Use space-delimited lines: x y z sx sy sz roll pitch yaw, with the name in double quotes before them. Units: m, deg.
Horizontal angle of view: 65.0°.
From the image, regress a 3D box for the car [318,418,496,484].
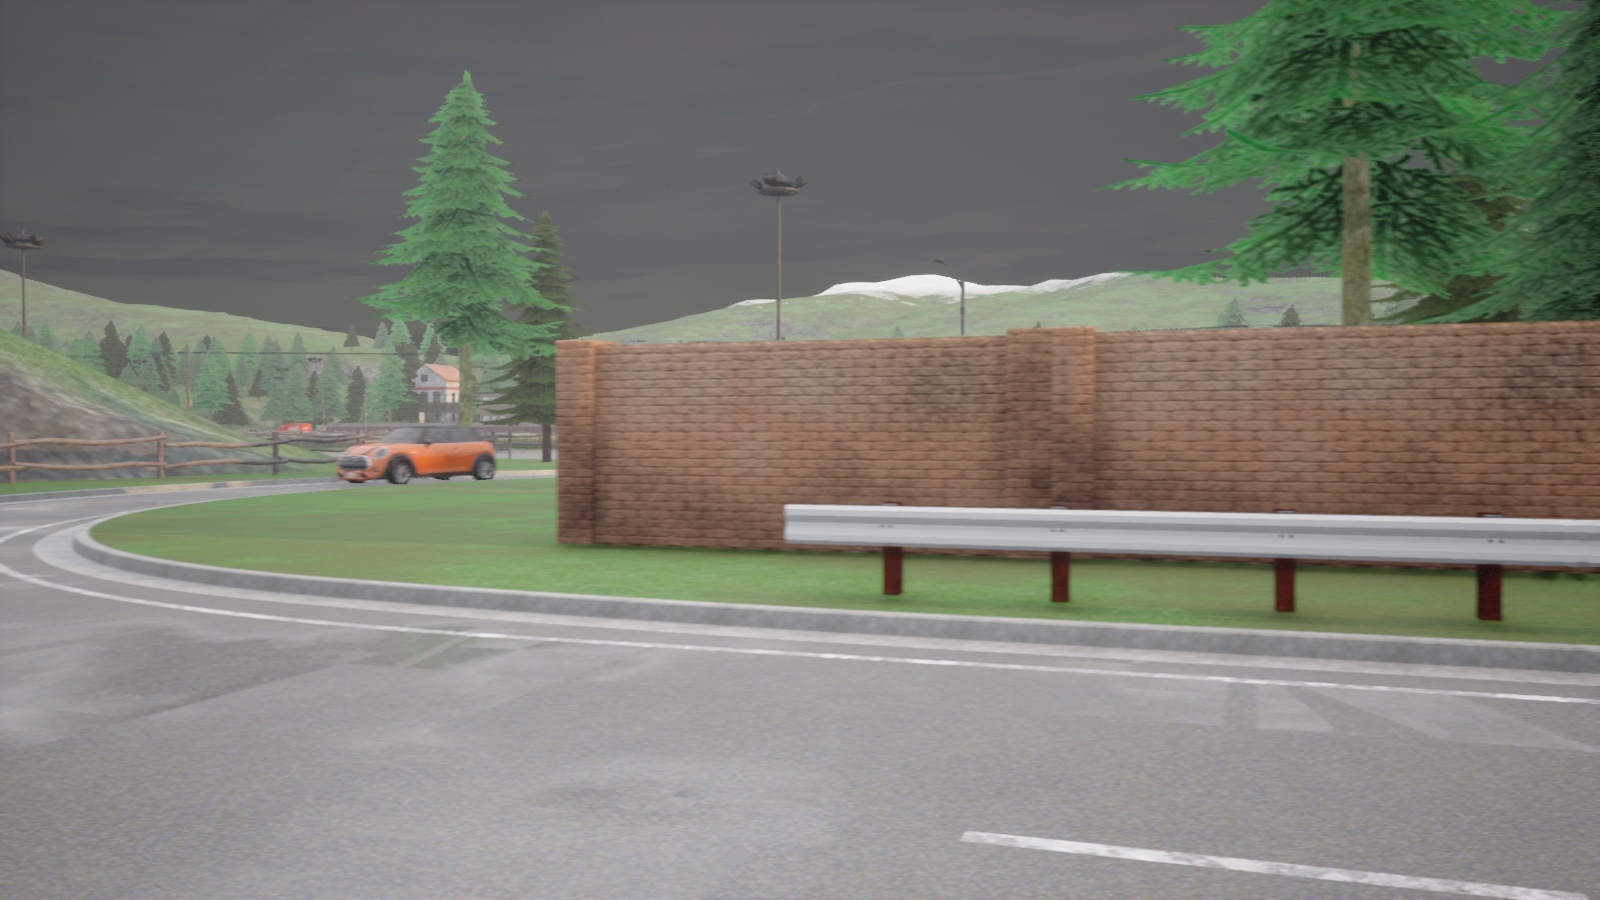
"car" -11.197 -0.005 36.047 2.097 1.767 4.553 1 1 34
